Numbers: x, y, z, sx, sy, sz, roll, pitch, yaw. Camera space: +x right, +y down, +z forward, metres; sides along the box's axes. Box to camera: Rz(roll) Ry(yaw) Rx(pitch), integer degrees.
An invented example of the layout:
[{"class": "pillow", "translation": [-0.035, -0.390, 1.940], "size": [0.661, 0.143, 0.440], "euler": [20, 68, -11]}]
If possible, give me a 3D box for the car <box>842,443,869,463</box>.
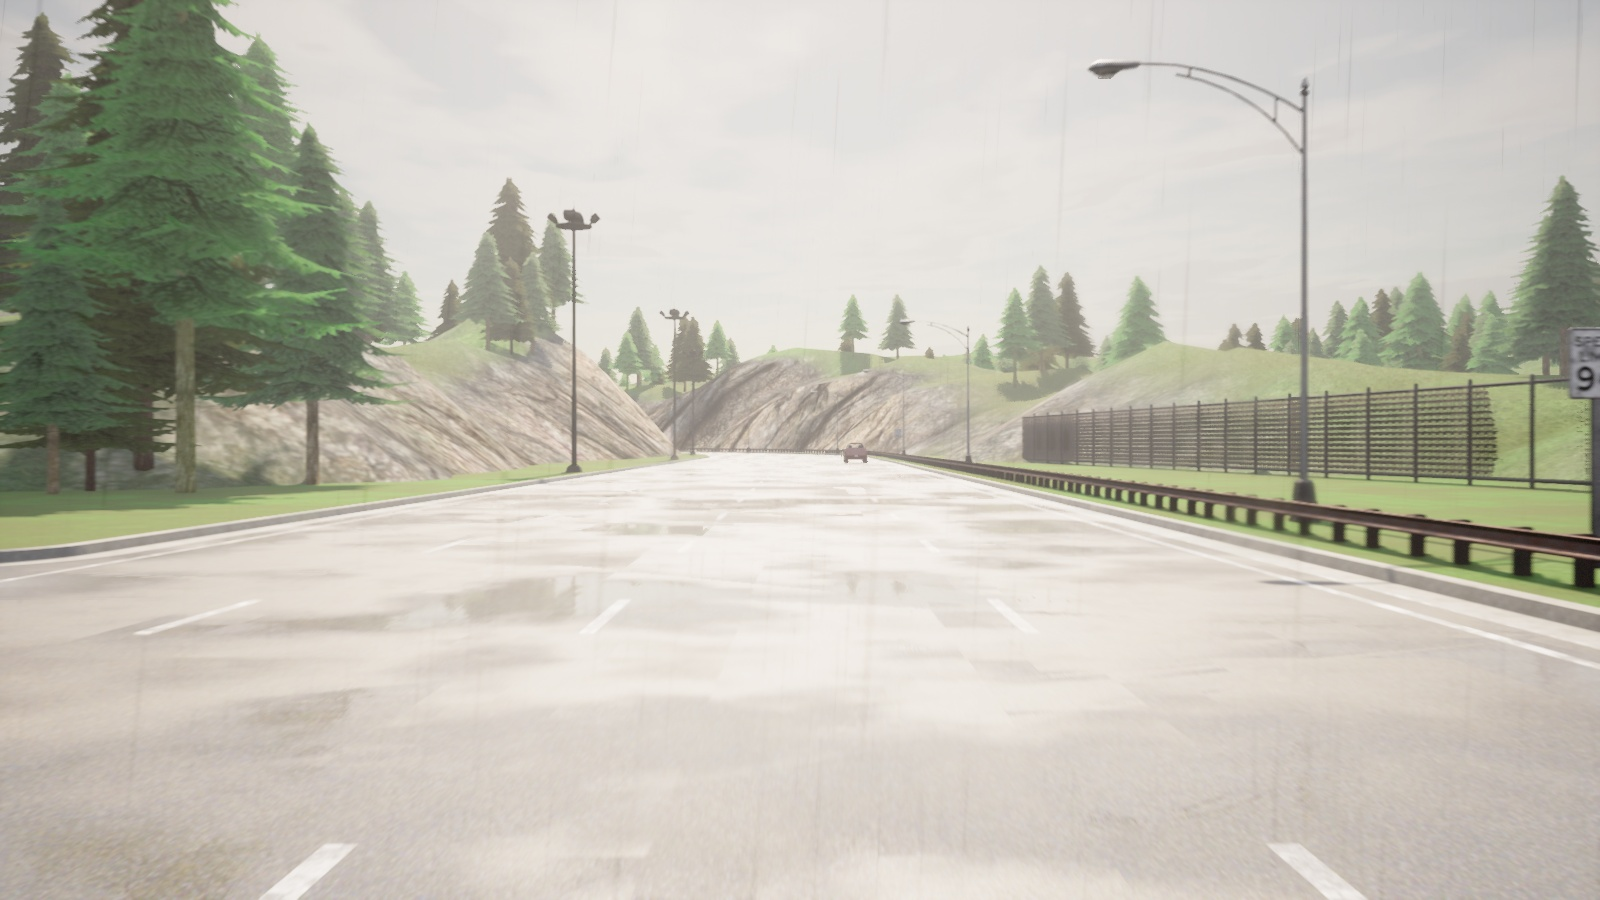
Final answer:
[{"class": "car", "translation": [4.107, 0.230, 93.958], "size": [1.845, 1.501, 3.633], "euler": [0, 0, 0]}]
